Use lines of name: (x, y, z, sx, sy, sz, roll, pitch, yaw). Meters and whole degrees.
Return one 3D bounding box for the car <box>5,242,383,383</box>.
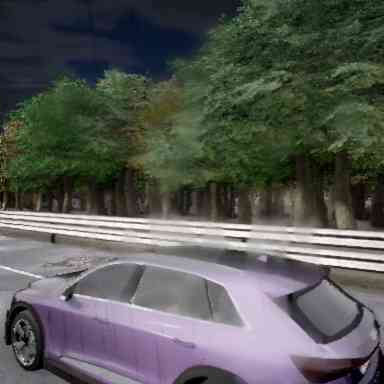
car: (-0.367, 1.462, 4.122, 4.856, 1.649, 2.033, -1, 0, 36)
